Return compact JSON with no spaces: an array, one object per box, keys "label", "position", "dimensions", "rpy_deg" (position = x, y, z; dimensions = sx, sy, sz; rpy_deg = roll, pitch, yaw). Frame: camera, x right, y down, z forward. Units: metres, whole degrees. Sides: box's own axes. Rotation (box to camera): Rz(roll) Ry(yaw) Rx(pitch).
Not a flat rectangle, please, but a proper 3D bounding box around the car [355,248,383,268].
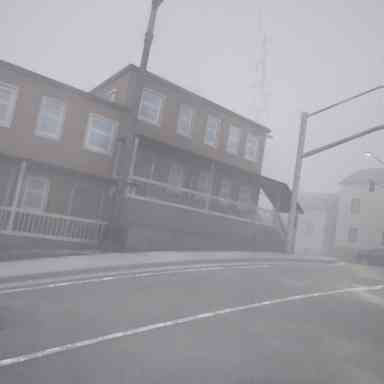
[{"label":"car","position":[14.253,4.825,23.577],"dimensions":[1.837,1.490,4.892],"rpy_deg":[15,-13,-40]}]
